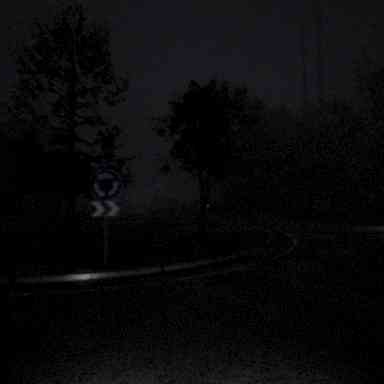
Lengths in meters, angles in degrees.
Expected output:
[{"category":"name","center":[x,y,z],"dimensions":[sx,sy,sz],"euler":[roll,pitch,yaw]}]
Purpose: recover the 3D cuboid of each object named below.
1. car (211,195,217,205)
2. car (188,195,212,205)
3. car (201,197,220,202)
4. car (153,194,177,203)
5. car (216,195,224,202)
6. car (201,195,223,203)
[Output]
[{"category":"car","center":[3.404,1.930,69.867],"dimensions":[1.812,1.442,4.674],"euler":[0,-1,-8]},{"category":"car","center":[1.500,1.803,62.935],"dimensions":[2.128,1.511,4.902],"euler":[0,-1,-18]},{"category":"car","center":[5.201,2.157,93.455],"dimensions":[4.892,1.521,2.231],"euler":[0,-1,-8]},{"category":"car","center":[-6.532,1.767,86.099],"dimensions":[5.566,2.045,2.435],"euler":[0,-1,-8]},{"category":"car","center":[6.259,1.946,85.042],"dimensions":[4.553,1.767,2.185],"euler":[0,0,-8]},{"category":"car","center":[5.527,1.881,90.777],"dimensions":[5.566,2.045,2.435],"euler":[0,-1,-8]}]
